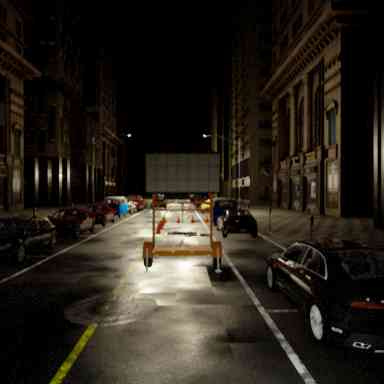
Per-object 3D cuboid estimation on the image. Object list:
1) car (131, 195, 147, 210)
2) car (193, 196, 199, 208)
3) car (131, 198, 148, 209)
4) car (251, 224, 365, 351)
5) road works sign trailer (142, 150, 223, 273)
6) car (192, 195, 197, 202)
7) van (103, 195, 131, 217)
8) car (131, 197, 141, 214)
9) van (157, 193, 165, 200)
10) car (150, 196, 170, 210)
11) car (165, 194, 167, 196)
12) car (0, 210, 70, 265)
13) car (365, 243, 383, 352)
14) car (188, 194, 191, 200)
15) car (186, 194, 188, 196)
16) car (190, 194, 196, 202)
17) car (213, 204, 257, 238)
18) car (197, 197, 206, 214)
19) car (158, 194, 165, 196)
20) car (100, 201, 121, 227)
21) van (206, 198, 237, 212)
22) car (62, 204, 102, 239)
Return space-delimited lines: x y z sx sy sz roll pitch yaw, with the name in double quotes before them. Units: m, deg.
"car" -6.904 1.289 39.589 2.192 1.841 5.009 0 0 -2
"car" 1.454 1.554 45.465 1.802 1.307 4.206 0 0 -2
"car" -7.062 1.496 45.035 1.752 1.417 4.829 0 0 -2
"car" 2.594 1.546 6.150 2.008 1.369 4.403 0 0 -2
"road works sign trailer" -0.300 0.455 10.671 2.380 3.560 2.880 0 0 -2
"car" 1.291 1.551 51.081 1.802 1.307 4.206 0 0 -2
"van" -6.578 1.321 28.357 1.690 1.788 3.998 0 0 -2
"car" -6.741 1.528 33.973 2.008 1.369 4.403 0 0 -2
"van" -8.370 1.308 90.133 1.690 1.788 3.998 0 0 -2
"car" -4.325 1.536 43.285 1.994 1.385 4.181 0 0 -1
"car" -8.207 1.532 84.517 1.947 1.339 4.313 0 0 -2
"car" -6.090 1.541 11.515 2.008 1.369 4.403 0 0 -2
"car" 2.757 1.315 0.534 2.192 1.841 5.009 0 0 -2
"car" 0.802 1.533 67.931 1.947 1.339 4.313 0 0 -2
"car" 0.151 1.282 90.396 2.192 1.841 5.009 0 0 -2
"car" 1.123 1.492 56.867 1.752 1.417 4.829 0 0 -2
"car" 2.269 1.538 17.383 2.008 1.369 4.403 0 0 -2
"car" 1.775 1.503 34.402 1.752 1.417 4.829 0 0 -2
"car" -8.045 1.548 78.901 1.802 1.307 4.206 0 0 -2
"car" -6.415 1.528 22.740 1.887 1.381 4.507 0 0 -2
"van" 2.106 1.325 22.999 1.690 1.788 3.998 0 0 -2
"car" -6.253 1.531 17.125 1.887 1.381 4.507 0 0 -2
